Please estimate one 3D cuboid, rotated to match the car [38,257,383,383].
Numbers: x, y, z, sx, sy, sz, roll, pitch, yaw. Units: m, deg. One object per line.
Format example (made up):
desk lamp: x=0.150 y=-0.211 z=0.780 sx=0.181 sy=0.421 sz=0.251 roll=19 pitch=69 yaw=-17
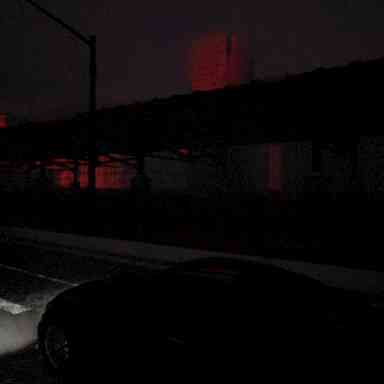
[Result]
car: x=0.124 y=1.531 z=3.904 sx=4.674 sy=1.442 sz=1.812 roll=0 pitch=0 yaw=35
